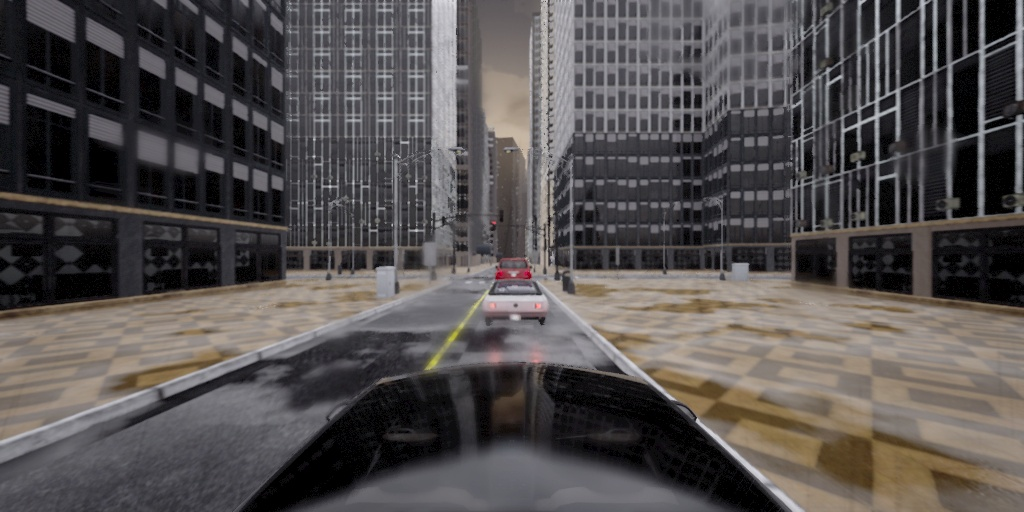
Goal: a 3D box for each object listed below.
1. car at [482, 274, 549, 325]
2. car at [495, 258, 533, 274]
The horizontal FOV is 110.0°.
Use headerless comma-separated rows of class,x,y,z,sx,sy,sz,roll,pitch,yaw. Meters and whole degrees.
car,0.104,1.442,12.191,1.895,1.301,4.718,0,-1,0
car,0.105,1.154,22.282,2.150,2.045,5.566,0,0,0
